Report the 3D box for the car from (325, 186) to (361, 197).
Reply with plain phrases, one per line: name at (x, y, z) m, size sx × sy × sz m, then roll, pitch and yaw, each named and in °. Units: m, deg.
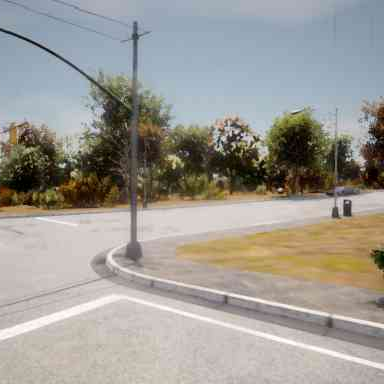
car at (21.329, -0.091, 46.871) m, size 5.357 × 1.411 × 2.033 m, roll -3°, pitch 2°, yaw -26°
